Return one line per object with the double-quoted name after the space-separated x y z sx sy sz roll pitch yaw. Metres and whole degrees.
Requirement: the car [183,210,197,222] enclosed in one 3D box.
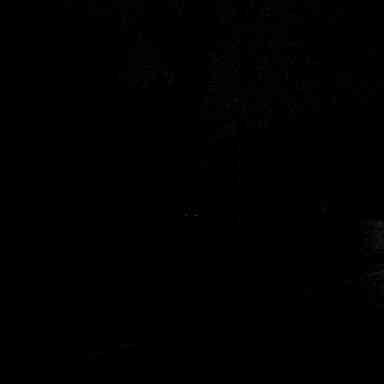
-1.268 3.400 47.408 2.097 1.767 4.553 0 -5 -36 "car"
